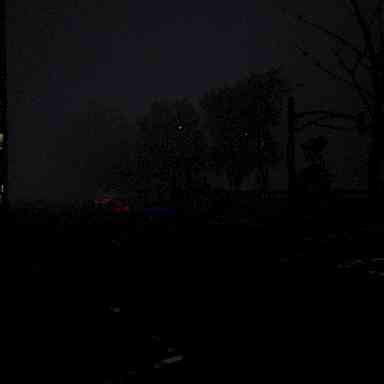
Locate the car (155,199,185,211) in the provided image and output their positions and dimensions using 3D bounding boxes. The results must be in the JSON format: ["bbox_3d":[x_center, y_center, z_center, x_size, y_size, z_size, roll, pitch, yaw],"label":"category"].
[{"bbox_3d":[-2.886,1.607,42.860,1.802,1.307,4.206,-1,0,-36],"label":"car"}]

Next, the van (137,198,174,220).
[{"bbox_3d":[-2.943,1.446,29.188,1.690,1.788,3.998,-1,0,-36],"label":"van"}]

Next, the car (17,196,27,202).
[{"bbox_3d":[-42.859,1.786,83.639,1.887,1.381,4.507,-1,0,-36],"label":"car"}]

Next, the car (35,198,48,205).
[{"bbox_3d":[-29.701,1.761,65.393,1.947,1.339,4.313,-1,0,-36],"label":"car"}]

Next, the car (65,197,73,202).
[{"bbox_3d":[-26.294,1.657,74.537,2.008,1.369,4.403,-1,0,-36],"label":"car"}]

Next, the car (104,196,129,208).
[{"bbox_3d":[-11.491,1.680,50.032,1.895,1.301,4.718,-1,0,-36],"label":"car"}]

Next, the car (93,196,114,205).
[{"bbox_3d":[-16.478,1.545,61.761,1.882,1.535,5.008,-1,0,-36],"label":"car"}]

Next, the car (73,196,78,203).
[{"bbox_3d":[-22.951,1.639,70.004,1.887,1.381,4.507,-1,0,-36],"label":"car"}]

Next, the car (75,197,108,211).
[{"bbox_3d":[-12.976,1.688,42.766,2.008,1.369,4.403,-1,0,-36],"label":"car"}]

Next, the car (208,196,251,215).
[{"bbox_3d":[3.798,1.319,33.811,2.192,1.841,5.009,-1,0,-36],"label":"car"}]

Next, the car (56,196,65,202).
[{"bbox_3d":[-32.952,1.675,83.643,1.887,1.381,4.507,-1,0,-36],"label":"car"}]

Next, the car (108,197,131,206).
[{"bbox_3d":[-12.312,1.557,56.135,1.837,1.490,4.892,-1,0,-36],"label":"car"}]
